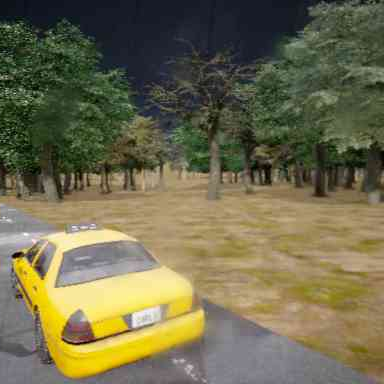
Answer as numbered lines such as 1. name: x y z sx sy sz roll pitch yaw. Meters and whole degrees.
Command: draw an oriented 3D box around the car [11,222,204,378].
1. car: -1.917 1.290 5.714 1.801 1.575 5.366 -3 3 -34
